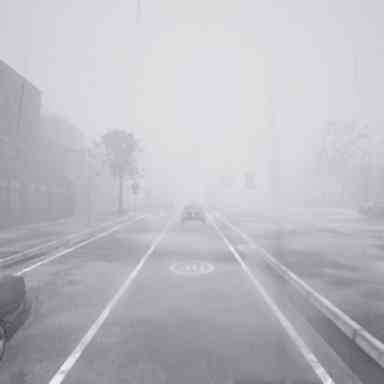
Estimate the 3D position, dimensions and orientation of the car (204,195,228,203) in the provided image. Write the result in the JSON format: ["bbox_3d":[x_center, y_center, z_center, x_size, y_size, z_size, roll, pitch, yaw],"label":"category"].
[{"bbox_3d":[6.071,1.968,81.450,5.366,1.575,1.946,0,-1,0],"label":"car"}]

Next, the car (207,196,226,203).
[{"bbox_3d":[6.263,1.909,84.372,4.553,1.767,2.185,0,-1,0],"label":"car"}]

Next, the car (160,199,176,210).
[{"bbox_3d":[-3.342,1.698,46.612,1.882,1.535,5.008,0,0,0],"label":"car"}]

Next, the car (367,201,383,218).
[{"bbox_3d":[18.692,1.593,29.331,4.892,1.521,2.231,0,0,0],"label":"car"}]

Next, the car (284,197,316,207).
[{"bbox_3d":[18.742,1.588,56.943,4.553,1.767,2.185,0,0,0],"label":"car"}]

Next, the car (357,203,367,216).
[{"bbox_3d":[18.697,1.647,32.607,4.674,1.452,2.002,0,0,0],"label":"car"}]

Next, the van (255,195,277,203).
[{"bbox_3d":[18.412,1.738,80.909,4.442,1.987,1.878,0,-1,0],"label":"van"}]

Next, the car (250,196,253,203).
[{"bbox_3d":[18.670,2.085,86.360,5.366,1.575,1.946,0,-2,0],"label":"car"}]

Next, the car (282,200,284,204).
[{"bbox_3d":[18.671,1.769,60.112,4.674,1.452,2.002,0,0,0],"label":"car"}]

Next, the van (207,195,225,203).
[{"bbox_3d":[6.323,1.887,87.411,4.442,1.987,1.878,0,-2,0],"label":"van"}]

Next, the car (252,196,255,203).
[{"bbox_3d":[18.691,2.021,83.700,5.366,1.575,1.946,0,-1,0],"label":"car"}]

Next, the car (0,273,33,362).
[{"bbox_3d":[-3.353,1.561,2.773,2.033,1.411,5.357,0,0,0],"label":"car"}]

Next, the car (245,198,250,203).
[{"bbox_3d":[18.408,1.994,92.080,5.566,2.045,2.435,0,-2,-1],"label":"car"}]

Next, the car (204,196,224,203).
[{"bbox_3d":[6.177,2.039,93.601,5.566,2.045,2.435,0,-2,-1],"label":"car"}]

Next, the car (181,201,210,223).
[{"bbox_3d":[0.093,1.673,26.411,2.033,1.411,5.357,0,0,0],"label":"car"}]
